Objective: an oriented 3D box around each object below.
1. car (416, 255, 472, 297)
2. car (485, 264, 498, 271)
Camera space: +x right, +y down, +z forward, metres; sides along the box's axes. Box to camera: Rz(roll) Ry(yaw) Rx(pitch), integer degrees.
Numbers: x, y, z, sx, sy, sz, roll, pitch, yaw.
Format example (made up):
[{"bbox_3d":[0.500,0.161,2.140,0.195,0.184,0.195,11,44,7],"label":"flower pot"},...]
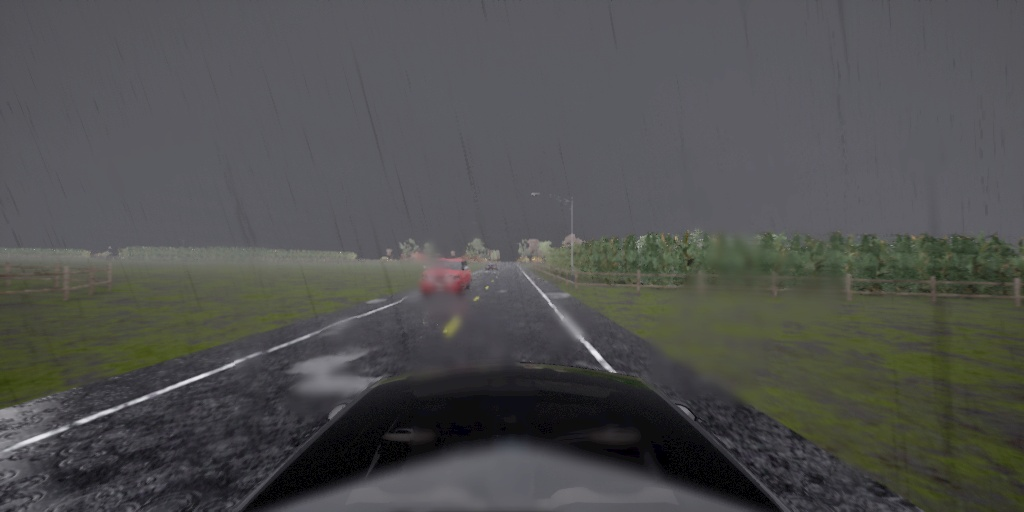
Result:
[{"bbox_3d":[-3.600,1.141,20.667,2.150,2.045,5.566,0,-1,0],"label":"car"},{"bbox_3d":[-3.528,1.841,62.011,1.994,1.385,4.181,0,0,1],"label":"car"}]
